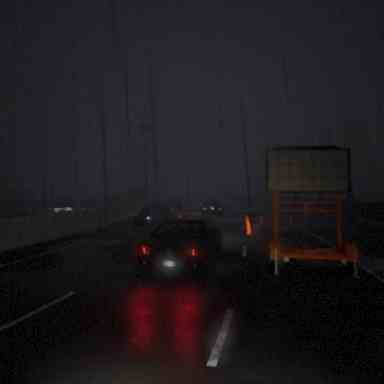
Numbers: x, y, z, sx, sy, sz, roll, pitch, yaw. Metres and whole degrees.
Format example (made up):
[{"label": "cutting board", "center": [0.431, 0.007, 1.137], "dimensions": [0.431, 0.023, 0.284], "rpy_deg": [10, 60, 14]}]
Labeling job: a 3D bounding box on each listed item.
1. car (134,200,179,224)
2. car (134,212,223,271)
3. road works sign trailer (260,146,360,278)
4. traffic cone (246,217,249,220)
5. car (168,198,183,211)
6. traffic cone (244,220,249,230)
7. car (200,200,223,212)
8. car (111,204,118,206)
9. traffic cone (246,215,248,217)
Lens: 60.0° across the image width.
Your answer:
[{"label": "car", "center": [-2.269, 1.468, 21.026], "dimensions": [1.994, 1.385, 4.181], "rpy_deg": [0, 0, 6]}, {"label": "car", "center": [-0.146, 1.553, 10.783], "dimensions": [1.895, 1.301, 4.718], "rpy_deg": [0, 0, 11]}, {"label": "road works sign trailer", "center": [3.447, 0.425, 10.084], "dimensions": [2.380, 3.560, 2.880], "rpy_deg": [0, 0, 8]}, {"label": "traffic cone", "center": [3.252, 1.876, 19.210], "dimensions": [0.340, 0.580, 0.340], "rpy_deg": [0, 0, 8]}, {"label": "car", "center": [-2.056, 1.357, 37.910], "dimensions": [1.812, 1.442, 4.674], "rpy_deg": [0, 0, -4]}, {"label": "traffic cone", "center": [2.968, 1.884, 17.231], "dimensions": [0.340, 0.580, 0.340], "rpy_deg": [0, 0, 8]}, {"label": "car", "center": [1.720, 1.419, 29.841], "dimensions": [2.033, 1.411, 5.357], "rpy_deg": [0, 0, 1]}, {"label": "car", "center": [-9.433, 1.335, 40.183], "dimensions": [1.812, 1.442, 4.674], "rpy_deg": [0, 0, -7]}, {"label": "traffic cone", "center": [3.536, 1.868, 21.190], "dimensions": [0.340, 0.580, 0.340], "rpy_deg": [0, 0, 8]}]
